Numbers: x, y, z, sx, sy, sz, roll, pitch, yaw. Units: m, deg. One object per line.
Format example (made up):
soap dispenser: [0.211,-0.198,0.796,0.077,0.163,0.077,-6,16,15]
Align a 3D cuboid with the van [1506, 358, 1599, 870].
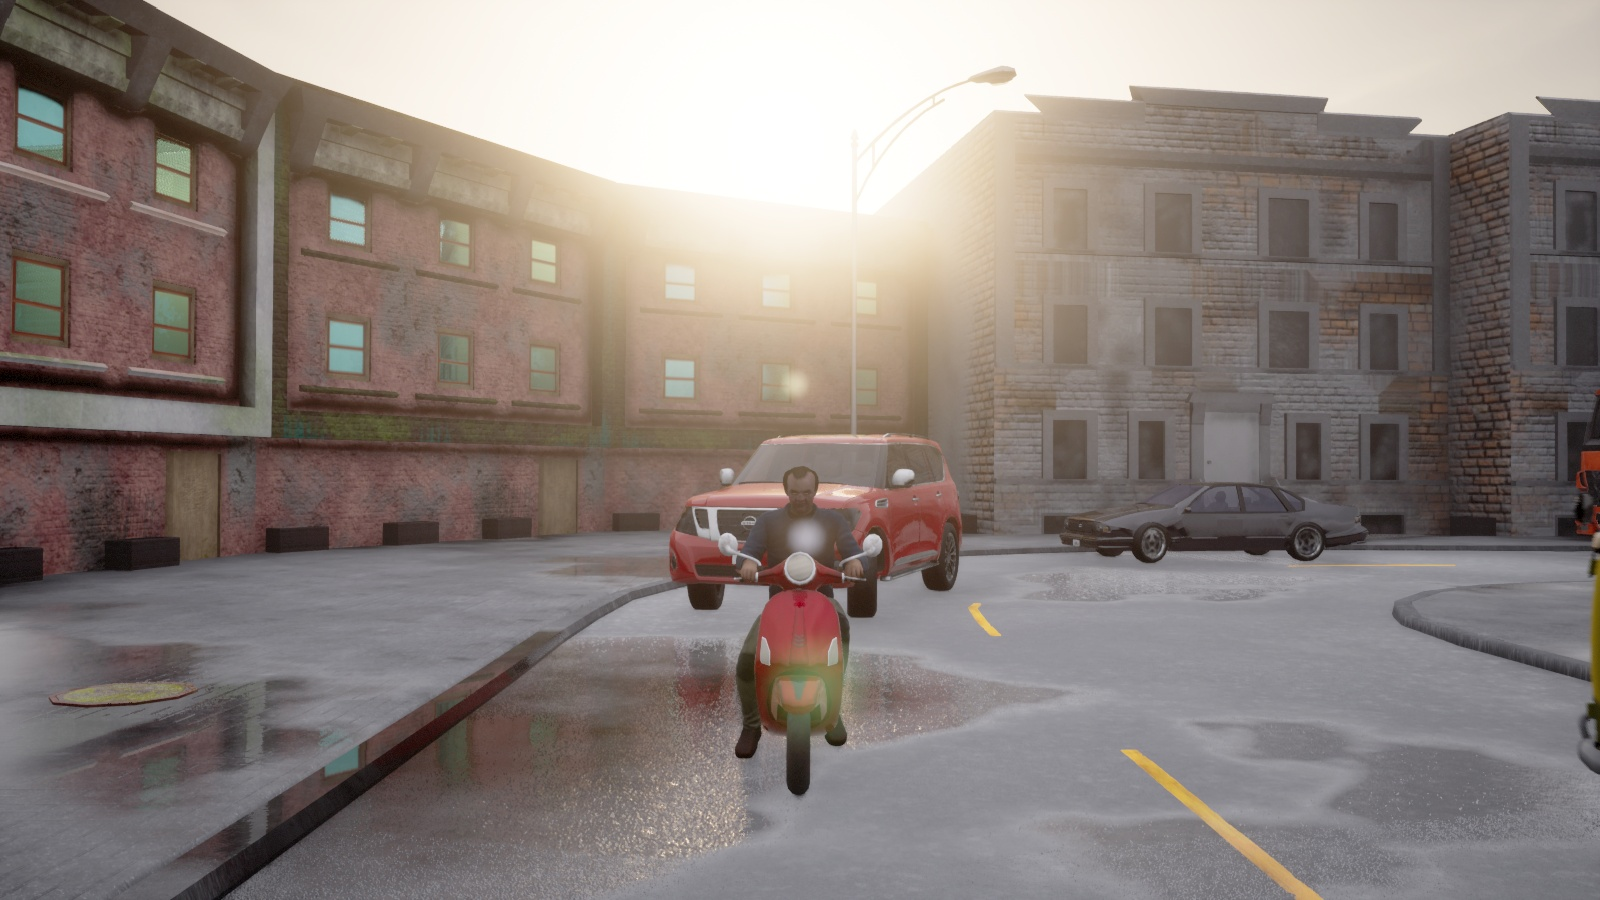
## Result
van: [3.992,0.606,3.274,1.775,1.987,4.442,0,-1,0]

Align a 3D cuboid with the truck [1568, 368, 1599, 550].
truck: [19.177,0.149,23.393,7.936,3.462,2.891,0,-1,0]

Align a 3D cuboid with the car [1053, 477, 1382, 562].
car: [7.528,1.216,22.841,5.357,1.411,2.033,0,-1,-11]

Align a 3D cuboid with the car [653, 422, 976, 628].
car: [0.457,0.792,15.438,2.150,2.045,5.566,-1,-1,21]

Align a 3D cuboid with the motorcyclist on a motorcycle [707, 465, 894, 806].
motorcyclist on a motorcycle: [0.009,0.882,6.778,0.866,1.590,1.817,0,-1,1]
